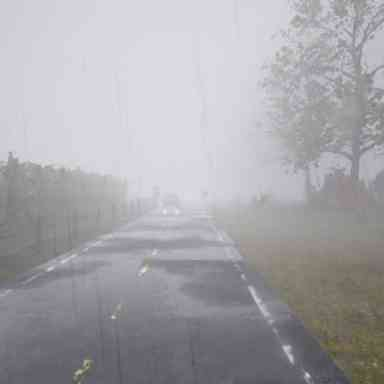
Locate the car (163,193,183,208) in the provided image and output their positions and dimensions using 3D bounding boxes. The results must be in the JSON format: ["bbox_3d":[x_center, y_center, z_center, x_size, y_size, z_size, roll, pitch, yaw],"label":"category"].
[{"bbox_3d":[-2.772,1.154,46.164,2.150,2.045,5.566,0,0,0],"label":"car"}]
